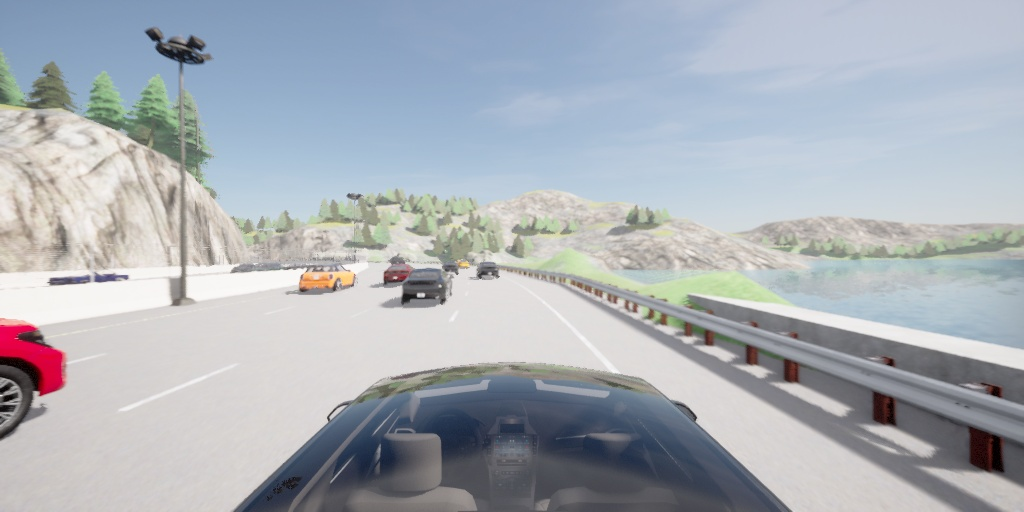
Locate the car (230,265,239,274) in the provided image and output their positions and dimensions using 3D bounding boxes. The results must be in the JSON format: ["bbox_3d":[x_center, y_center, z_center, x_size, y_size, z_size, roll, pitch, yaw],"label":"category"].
[{"bbox_3d":[-33.636,1.710,45.494,1.837,1.490,4.892,-1,0,-14],"label":"car"}]

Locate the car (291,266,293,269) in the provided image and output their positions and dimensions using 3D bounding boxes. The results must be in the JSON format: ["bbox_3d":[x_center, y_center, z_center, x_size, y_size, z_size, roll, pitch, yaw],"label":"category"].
[{"bbox_3d":[-32.606,1.794,54.675,1.895,1.301,4.718,-1,0,-17],"label":"car"}]

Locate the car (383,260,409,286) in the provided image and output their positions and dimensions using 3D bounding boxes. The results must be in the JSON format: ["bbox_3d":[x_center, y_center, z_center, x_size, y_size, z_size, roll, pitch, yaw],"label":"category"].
[{"bbox_3d":[-8.374,1.345,27.076,1.882,1.535,5.008,0,0,-8],"label":"car"}]

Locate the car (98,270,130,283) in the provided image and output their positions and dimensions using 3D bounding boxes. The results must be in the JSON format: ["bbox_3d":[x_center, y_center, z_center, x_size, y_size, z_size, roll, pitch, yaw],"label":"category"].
[{"bbox_3d":[-33.660,1.803,28.714,1.895,1.301,4.718,-1,0,-9],"label":"car"}]

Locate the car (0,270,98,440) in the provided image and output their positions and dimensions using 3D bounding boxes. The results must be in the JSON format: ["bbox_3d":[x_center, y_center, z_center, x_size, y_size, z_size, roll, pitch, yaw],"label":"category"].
[{"bbox_3d":[-6.676,1.060,2.057,2.150,2.045,5.566,0,0,-1],"label":"car"}]

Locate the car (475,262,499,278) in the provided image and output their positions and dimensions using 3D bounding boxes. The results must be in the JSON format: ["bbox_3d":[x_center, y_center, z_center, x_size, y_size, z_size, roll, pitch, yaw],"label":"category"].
[{"bbox_3d":[-2.397,1.295,34.323,1.837,1.490,4.892,0,0,-10],"label":"car"}]

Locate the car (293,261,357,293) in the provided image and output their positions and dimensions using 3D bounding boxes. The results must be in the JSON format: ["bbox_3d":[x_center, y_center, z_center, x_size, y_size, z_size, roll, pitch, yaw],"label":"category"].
[{"bbox_3d":[-11.408,1.258,22.550,2.097,1.767,4.553,-1,0,-7],"label":"car"}]

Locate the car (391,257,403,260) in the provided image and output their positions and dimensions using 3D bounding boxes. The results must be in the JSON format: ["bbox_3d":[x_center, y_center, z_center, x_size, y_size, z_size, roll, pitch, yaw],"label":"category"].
[{"bbox_3d":[-18.054,1.224,56.323,2.150,2.045,5.566,0,0,-18],"label":"car"}]

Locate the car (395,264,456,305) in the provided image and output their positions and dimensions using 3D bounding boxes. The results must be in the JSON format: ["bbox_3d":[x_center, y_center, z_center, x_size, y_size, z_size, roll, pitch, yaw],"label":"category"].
[{"bbox_3d":[-3.826,1.309,16.672,1.837,1.490,4.892,0,0,-5],"label":"car"}]

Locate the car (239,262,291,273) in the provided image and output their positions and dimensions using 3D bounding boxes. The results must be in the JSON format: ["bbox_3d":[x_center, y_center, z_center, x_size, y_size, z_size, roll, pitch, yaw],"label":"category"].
[{"bbox_3d":[-24.219,1.432,35.392,2.097,1.767,4.553,-1,0,-11],"label":"car"}]

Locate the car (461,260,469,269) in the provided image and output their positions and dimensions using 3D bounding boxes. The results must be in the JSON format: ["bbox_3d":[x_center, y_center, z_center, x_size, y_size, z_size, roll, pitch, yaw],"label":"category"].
[{"bbox_3d":[-8.595,1.356,60.717,1.882,1.535,5.008,0,0,-18],"label":"car"}]

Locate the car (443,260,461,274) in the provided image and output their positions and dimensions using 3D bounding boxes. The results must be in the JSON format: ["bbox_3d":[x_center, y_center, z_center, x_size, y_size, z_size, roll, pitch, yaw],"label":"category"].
[{"bbox_3d":[-7.260,1.361,41.538,1.837,1.490,4.892,0,0,-12],"label":"car"}]
